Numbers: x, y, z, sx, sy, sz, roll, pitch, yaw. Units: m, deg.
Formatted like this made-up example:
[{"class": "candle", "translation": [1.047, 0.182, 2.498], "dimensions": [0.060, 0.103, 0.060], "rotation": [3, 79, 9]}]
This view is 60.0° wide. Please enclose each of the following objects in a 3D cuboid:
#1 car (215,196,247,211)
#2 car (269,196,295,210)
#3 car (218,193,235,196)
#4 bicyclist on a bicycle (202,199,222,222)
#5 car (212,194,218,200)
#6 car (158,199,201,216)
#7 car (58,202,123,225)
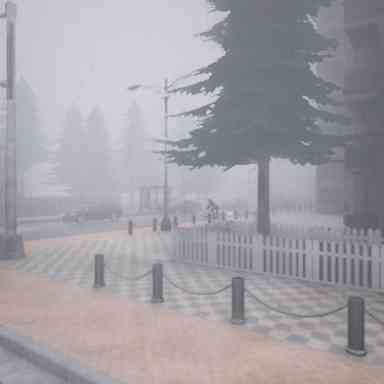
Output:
[{"class": "car", "translation": [5.068, 1.508, 40.289], "dimensions": [1.812, 1.442, 4.674], "rotation": [0, 0, 37]}, {"class": "car", "translation": [11.589, 1.335, 42.816], "dimensions": [2.097, 1.767, 4.553], "rotation": [0, 0, 37]}, {"class": "car", "translation": [8.905, 1.140, 80.838], "dimensions": [1.932, 1.855, 4.605], "rotation": [0, 0, 36]}, {"class": "bicyclist on a bicycle", "translation": [1.348, 1.284, 23.061], "dimensions": [1.656, 1.620, 0.582], "rotation": [0, 0, 37]}, {"class": "car", "translation": [6.640, 1.142, 81.996], "dimensions": [1.905, 1.878, 3.866], "rotation": [0, 0, 36]}, {"class": "car", "translation": [-1.139, 1.460, 32.155], "dimensions": [1.882, 1.535, 5.008], "rotation": [0, 0, 37]}, {"class": "car", "translation": [-7.258, 1.474, 24.097], "dimensions": [2.128, 1.511, 4.902], "rotation": [0, 0, 37]}]
